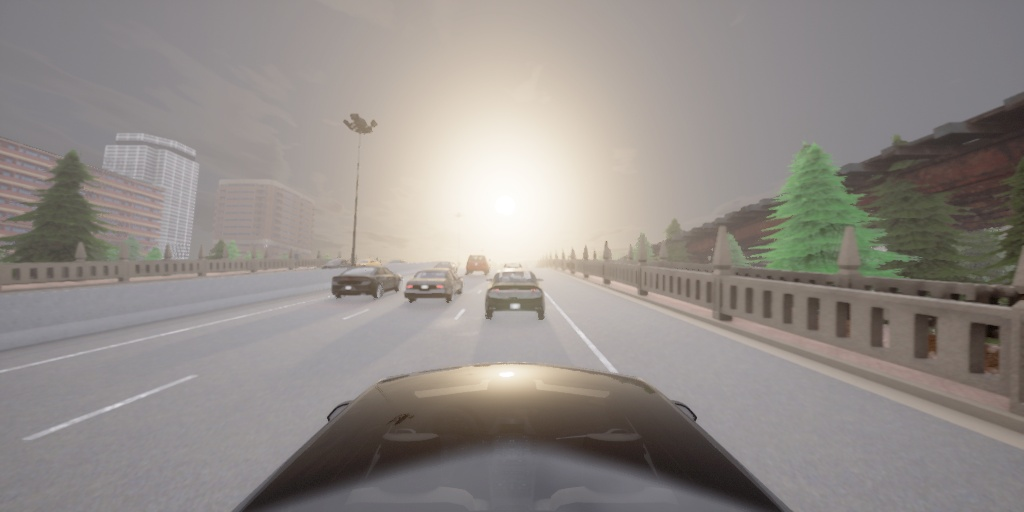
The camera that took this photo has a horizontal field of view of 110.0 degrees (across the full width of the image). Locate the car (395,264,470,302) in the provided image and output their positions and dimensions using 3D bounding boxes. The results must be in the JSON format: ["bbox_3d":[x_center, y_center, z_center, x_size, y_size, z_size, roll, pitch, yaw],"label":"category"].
[{"bbox_3d":[-3.409,1.255,16.495,2.033,1.411,5.357,0,0,0],"label":"car"}]

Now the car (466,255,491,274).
[{"bbox_3d":[-3.420,0.877,36.847,2.150,2.045,5.566,0,0,0],"label":"car"}]

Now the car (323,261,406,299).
[{"bbox_3d":[-6.910,1.182,17.607,1.882,1.535,5.008,0,0,0],"label":"car"}]

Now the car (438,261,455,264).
[{"bbox_3d":[-6.920,1.217,37.487,1.994,1.385,4.181,0,0,0],"label":"car"}]

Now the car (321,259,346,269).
[{"bbox_3d":[-21.105,1.142,43.399,1.837,1.490,4.892,0,0,0],"label":"car"}]

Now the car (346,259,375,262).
[{"bbox_3d":[-17.607,1.114,43.192,1.882,1.535,5.008,0,0,0],"label":"car"}]

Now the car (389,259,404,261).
[{"bbox_3d":[-14.108,1.141,43.463,1.837,1.490,4.892,0,0,0],"label":"car"}]

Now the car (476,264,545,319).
[{"bbox_3d":[0.092,1.210,12.613,2.128,1.511,4.902,0,0,0],"label":"car"}]
